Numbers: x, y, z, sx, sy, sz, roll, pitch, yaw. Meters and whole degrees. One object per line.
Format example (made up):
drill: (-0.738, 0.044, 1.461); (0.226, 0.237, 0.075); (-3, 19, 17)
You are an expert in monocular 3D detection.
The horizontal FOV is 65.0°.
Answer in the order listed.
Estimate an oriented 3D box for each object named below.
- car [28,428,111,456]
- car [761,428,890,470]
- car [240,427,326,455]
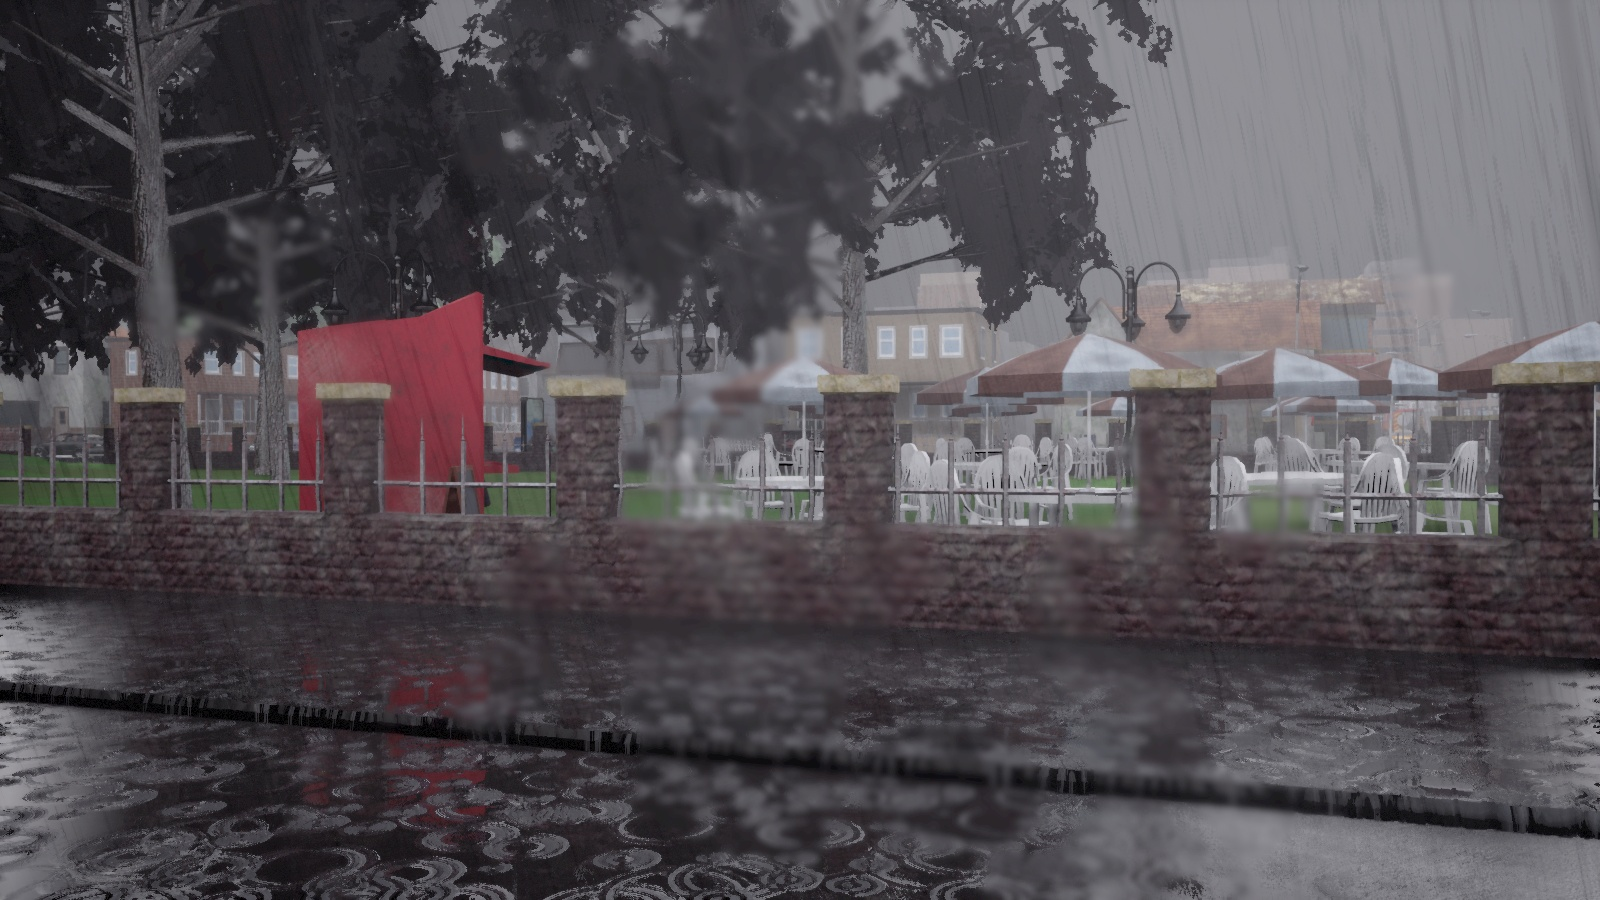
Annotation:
car: (-40.357, -0.457, 69.390); (3.705, 1.549, 1.789); (0, 1, 12)
car: (1.041, -0.058, 51.118); (4.856, 1.649, 2.033); (1, 1, 19)
car: (-30.879, -0.563, 75.151); (2.033, 1.649, 4.856); (1, 1, 19)
